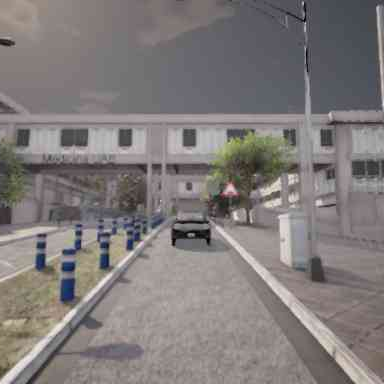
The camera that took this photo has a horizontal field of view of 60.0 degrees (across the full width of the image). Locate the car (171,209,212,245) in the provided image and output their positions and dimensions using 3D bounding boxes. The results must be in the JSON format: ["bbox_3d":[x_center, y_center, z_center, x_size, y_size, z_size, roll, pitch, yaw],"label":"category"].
[{"bbox_3d":[-0.049,1.688,16.720,2.128,1.511,4.902,0,-1,-1],"label":"car"}]

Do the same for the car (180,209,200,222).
[{"bbox_3d":[-0.239,2.388,34.501,1.895,1.301,4.718,0,-3,-1],"label":"car"}]
